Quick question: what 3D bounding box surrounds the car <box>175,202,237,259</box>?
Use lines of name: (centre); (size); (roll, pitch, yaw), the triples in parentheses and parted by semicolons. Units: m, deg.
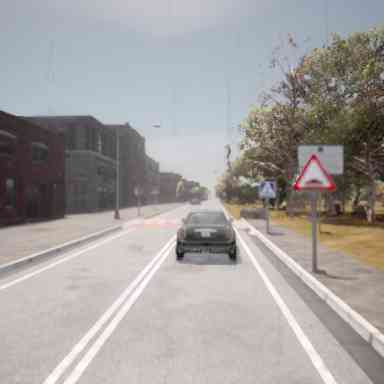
car: (0.603, 1.434, 13.160); (2.097, 1.767, 4.553); (0, 0, 4)

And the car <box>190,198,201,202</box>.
car: (0.682, 1.969, 66.503); (1.994, 1.385, 4.181); (0, -1, 4)
